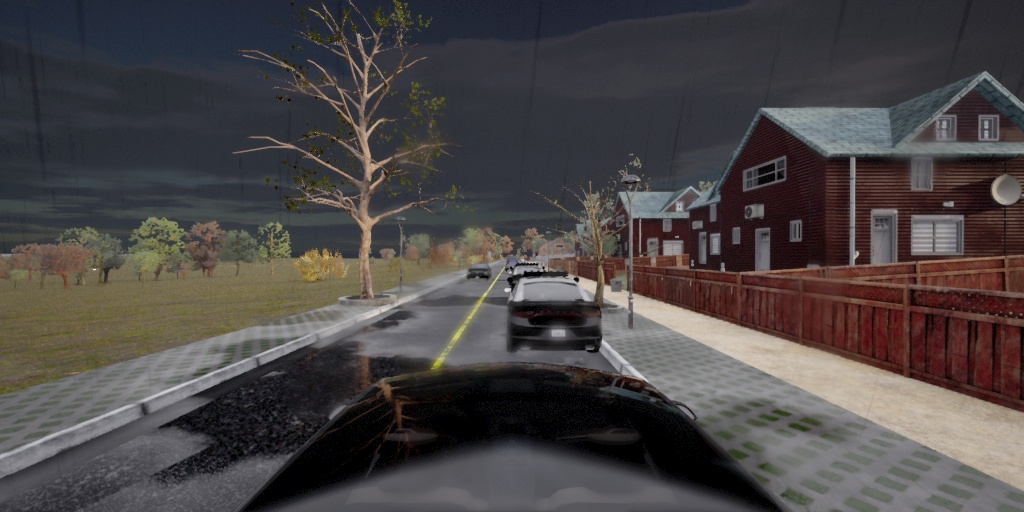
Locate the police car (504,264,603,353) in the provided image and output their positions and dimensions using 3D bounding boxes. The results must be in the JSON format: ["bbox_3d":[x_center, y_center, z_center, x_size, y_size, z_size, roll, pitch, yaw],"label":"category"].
[{"bbox_3d":[0.831,1.175,8.989,1.930,1.638,5.238,0,0,0],"label":"police car"}]

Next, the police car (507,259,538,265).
[{"bbox_3d":[0.840,1.176,18.990,1.930,1.638,5.238,0,0,0],"label":"police car"}]

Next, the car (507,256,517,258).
[{"bbox_3d":[0.055,1.000,62.027,2.150,2.045,5.566,0,0,0],"label":"car"}]

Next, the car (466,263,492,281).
[{"bbox_3d":[-2.724,1.302,30.798,2.033,1.411,5.357,0,0,0],"label":"car"}]

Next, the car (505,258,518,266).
[{"bbox_3d":[0.080,1.328,47.263,1.994,1.385,4.181,0,0,0],"label":"car"}]
